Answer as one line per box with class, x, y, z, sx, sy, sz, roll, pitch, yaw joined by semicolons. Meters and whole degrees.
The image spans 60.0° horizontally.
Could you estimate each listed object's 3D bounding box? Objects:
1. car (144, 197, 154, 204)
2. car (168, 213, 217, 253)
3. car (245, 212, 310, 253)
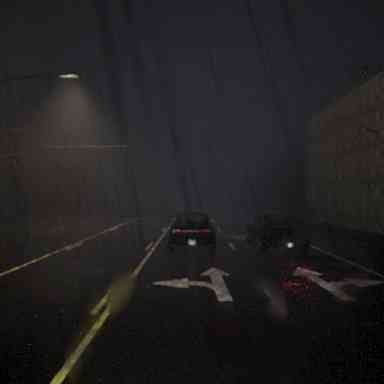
car;-10.466;2.125;81.241;2.097;1.767;4.553;0;-1;0
car;0.012;1.630;14.298;2.128;1.511;4.902;0;0;0
car;3.512;1.646;14.311;1.837;1.490;4.892;0;0;0
